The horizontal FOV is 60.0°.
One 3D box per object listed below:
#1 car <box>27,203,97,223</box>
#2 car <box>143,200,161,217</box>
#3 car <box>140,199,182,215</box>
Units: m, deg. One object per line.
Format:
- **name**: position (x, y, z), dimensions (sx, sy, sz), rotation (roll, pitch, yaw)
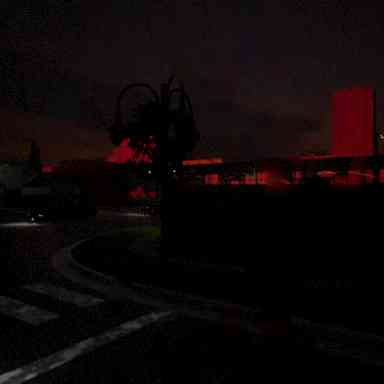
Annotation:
- **car**: position (-9.999, 1.568, 26.112), dimensions (2.033, 1.411, 5.357), rotation (0, 0, 33)
- **car**: position (-1.995, 1.521, 31.294), dimensions (1.882, 1.535, 5.008), rotation (0, 0, 35)
- **car**: position (-3.262, 1.545, 35.817), dimensions (1.812, 1.442, 4.674), rotation (0, 0, 36)
